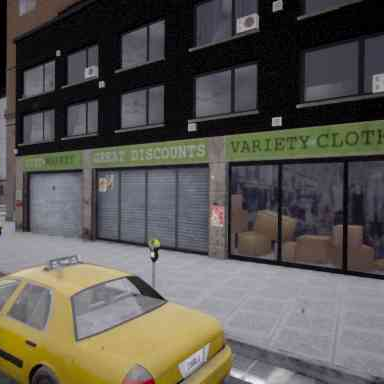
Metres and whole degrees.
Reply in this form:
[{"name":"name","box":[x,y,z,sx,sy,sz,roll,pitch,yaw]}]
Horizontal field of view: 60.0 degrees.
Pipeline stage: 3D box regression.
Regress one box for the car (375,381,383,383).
[{"name":"car","box":[2.829,1.551,1.071,4.403,1.369,2.008,0,1,36]}]

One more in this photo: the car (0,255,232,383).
[{"name":"car","box":[-1.855,1.524,4.416,4.829,1.417,1.752,0,1,36]}]
